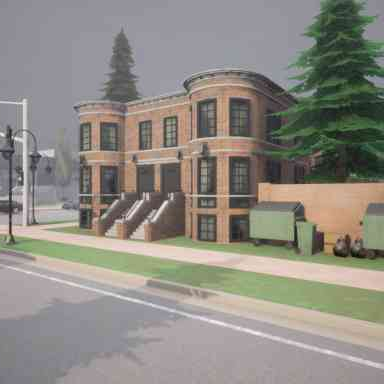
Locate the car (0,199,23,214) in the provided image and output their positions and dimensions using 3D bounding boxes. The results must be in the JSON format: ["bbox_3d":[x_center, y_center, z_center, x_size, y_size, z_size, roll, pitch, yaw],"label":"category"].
[{"bbox_3d":[-19.580,1.505,33.504,1.837,1.490,4.892,0,0,35],"label":"car"}]

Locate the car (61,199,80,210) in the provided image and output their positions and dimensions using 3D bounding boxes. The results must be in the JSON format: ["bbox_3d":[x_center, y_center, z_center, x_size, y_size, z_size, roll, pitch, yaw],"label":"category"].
[{"bbox_3d":[-14.138,1.564,41.627,1.994,1.385,4.181,0,0,32],"label":"car"}]
